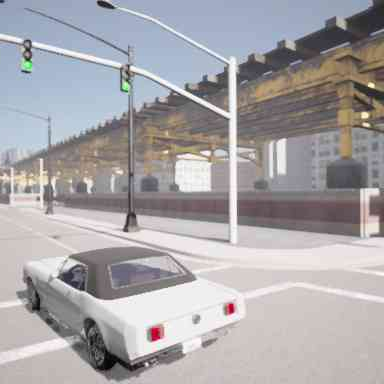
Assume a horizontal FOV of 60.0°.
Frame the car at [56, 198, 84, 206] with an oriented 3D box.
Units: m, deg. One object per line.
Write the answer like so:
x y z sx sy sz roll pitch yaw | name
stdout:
-23.828 2.013 65.077 4.974 1.542 2.038 0 0 18 | car

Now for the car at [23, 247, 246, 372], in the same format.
-1.440 1.646 5.857 1.895 1.301 4.718 0 0 -41 | car

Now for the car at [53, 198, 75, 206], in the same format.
-26.491 2.053 68.838 2.038 1.542 4.974 0 0 8 | car

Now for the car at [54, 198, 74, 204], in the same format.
-26.485 1.896 68.890 1.853 1.218 4.536 0 0 8 | car

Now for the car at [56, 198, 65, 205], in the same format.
-23.780 1.855 65.062 4.536 1.218 1.853 0 0 18 | car
